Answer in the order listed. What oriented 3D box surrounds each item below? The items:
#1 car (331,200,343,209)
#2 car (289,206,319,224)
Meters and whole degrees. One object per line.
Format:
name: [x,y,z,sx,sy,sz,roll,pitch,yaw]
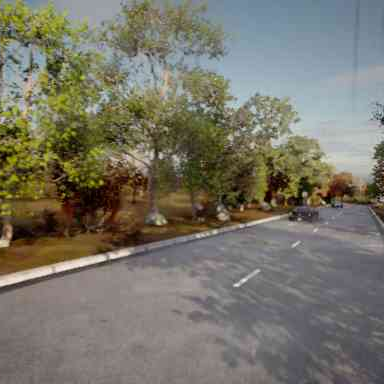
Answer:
car: [28.289,2.414,64.777,2.128,1.511,4.902,3,1,27]
car: [9.601,1.894,28.464,1.895,1.301,4.718,3,1,27]
